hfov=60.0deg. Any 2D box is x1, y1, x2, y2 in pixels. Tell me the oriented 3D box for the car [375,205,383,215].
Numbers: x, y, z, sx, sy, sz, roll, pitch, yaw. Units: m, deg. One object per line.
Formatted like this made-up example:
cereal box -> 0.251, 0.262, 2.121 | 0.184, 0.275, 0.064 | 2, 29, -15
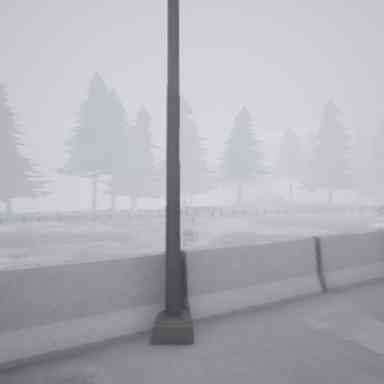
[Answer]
car -> 19.394, 1.480, 30.553 | 4.718, 1.301, 1.895 | 0, 0, -13
